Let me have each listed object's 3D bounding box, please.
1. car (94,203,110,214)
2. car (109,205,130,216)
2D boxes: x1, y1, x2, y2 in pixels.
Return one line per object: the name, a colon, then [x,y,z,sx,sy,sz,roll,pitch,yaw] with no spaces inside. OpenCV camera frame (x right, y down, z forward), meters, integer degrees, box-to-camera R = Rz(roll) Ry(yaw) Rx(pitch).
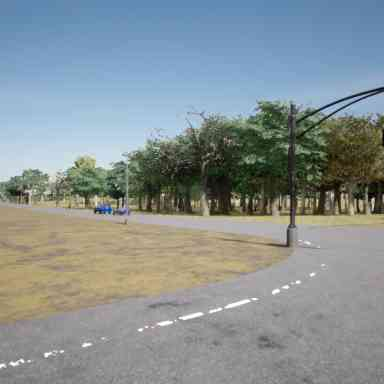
car: [-17.590,3.259,65.381,2.150,2.045,5.566,1,-2,-33]
car: [-12.093,3.272,56.974,1.812,1.442,4.674,1,-2,-33]
